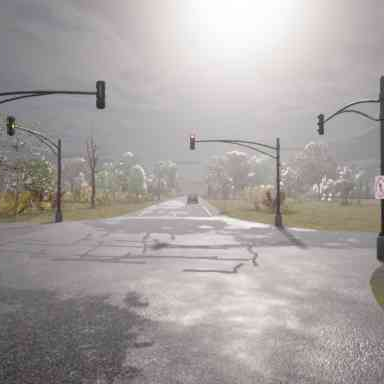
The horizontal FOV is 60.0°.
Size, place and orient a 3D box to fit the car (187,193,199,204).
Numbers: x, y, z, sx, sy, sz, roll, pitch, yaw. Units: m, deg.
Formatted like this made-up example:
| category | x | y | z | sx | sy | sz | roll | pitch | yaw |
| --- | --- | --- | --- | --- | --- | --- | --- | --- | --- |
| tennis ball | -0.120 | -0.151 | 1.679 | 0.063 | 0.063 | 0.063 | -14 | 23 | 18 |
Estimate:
| category | x | y | z | sx | sy | sz | roll | pitch | yaw |
| --- | --- | --- | --- | --- | --- | --- | --- | --- | --- |
| car | 0.156 | 1.293 | 67.658 | 2.150 | 2.045 | 5.566 | 0 | 0 | 0 |
